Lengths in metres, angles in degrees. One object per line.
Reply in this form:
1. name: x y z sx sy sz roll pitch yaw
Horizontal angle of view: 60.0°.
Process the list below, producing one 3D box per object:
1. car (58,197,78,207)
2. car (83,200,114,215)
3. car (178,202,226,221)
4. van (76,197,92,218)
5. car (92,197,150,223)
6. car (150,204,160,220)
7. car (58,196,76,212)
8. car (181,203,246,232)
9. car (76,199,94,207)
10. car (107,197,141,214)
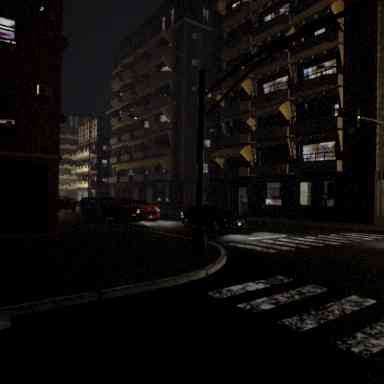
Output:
1. car: -21.341 1.716 57.103 1.882 1.535 5.008 1 -1 -36
2. car: -10.250 1.650 36.360 1.994 1.385 4.181 1 -1 -35
3. car: 0.785 1.686 30.130 1.752 1.417 4.829 1 -1 -35
4. van: -8.766 1.354 29.989 1.690 1.788 3.998 1 -1 -35
5. car: -5.543 1.310 25.439 2.192 1.841 5.009 1 -1 -35
6. car: -4.541 1.404 28.296 2.097 1.767 4.553 1 -1 -35
7. car: -15.209 1.368 39.091 2.192 1.841 5.009 1 -1 -35
8. car: 1.190 1.527 20.251 1.837 1.490 4.892 1 -1 -36
9. car: -18.448 1.866 57.293 1.802 1.307 4.206 1 -1 -35
10. car: -7.838 1.500 38.055 2.097 1.767 4.553 1 -1 -35
